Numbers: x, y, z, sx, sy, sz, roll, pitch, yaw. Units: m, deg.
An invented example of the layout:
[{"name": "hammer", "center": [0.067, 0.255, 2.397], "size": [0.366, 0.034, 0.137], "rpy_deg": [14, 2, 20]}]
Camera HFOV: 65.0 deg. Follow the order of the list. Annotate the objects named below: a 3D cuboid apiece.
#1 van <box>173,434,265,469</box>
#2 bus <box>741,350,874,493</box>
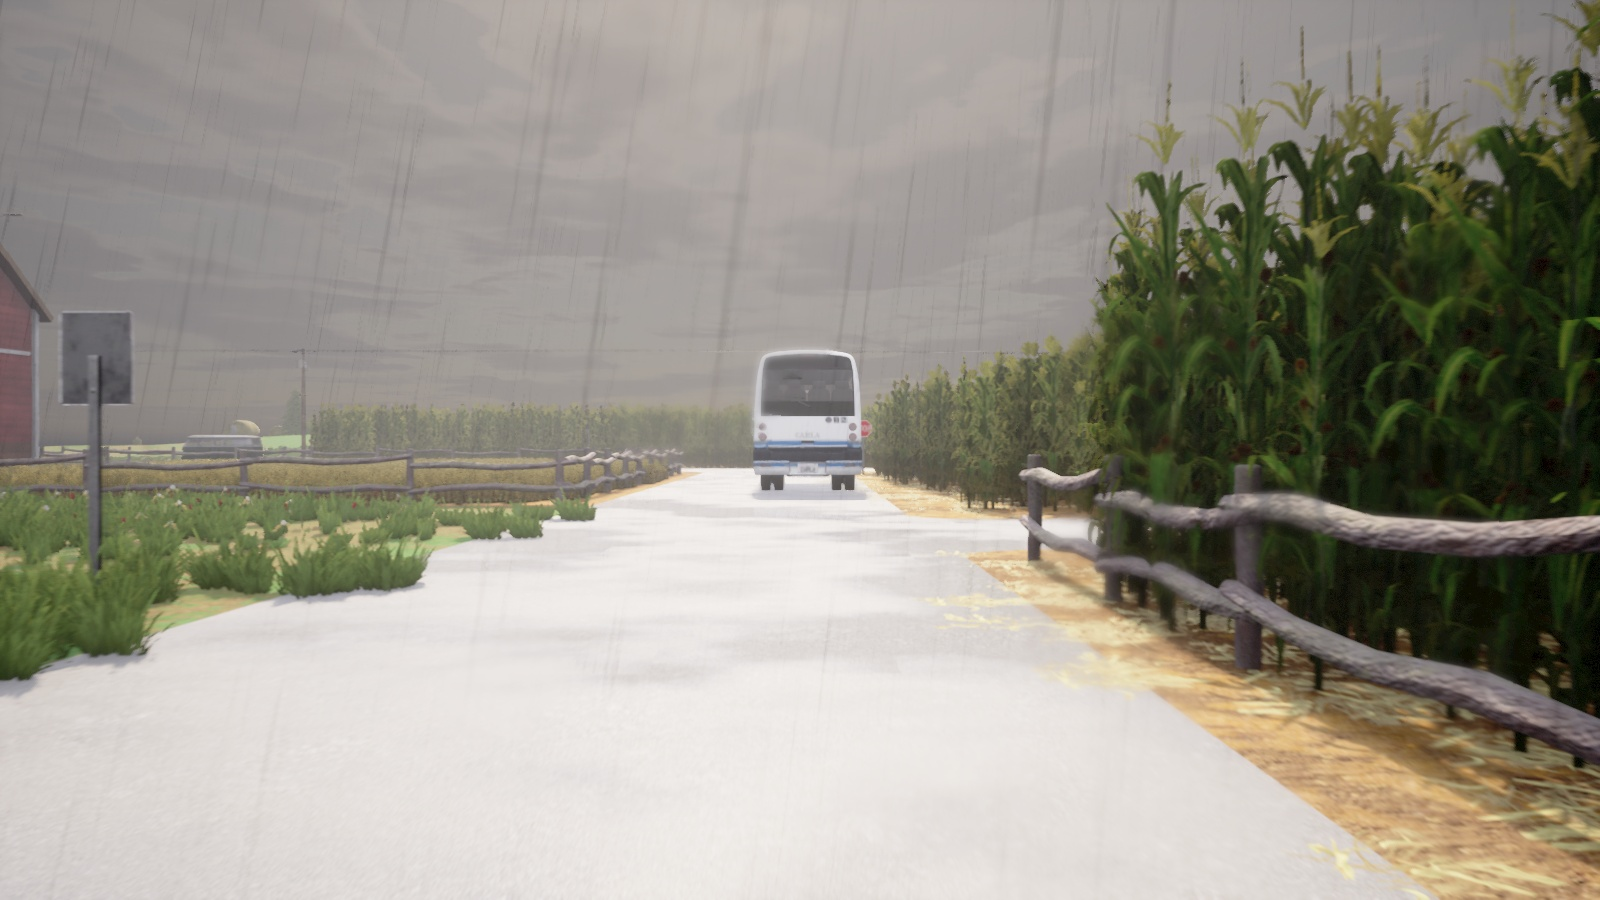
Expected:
[{"name": "van", "center": [-33.473, 0.064, 72.425], "size": [4.442, 1.987, 1.775], "rpy_deg": [0, 0, 0]}, {"name": "bus", "center": [0.260, -0.869, 42.451], "size": [3.944, 4.253, 10.273], "rpy_deg": [0, 0, 0]}]
